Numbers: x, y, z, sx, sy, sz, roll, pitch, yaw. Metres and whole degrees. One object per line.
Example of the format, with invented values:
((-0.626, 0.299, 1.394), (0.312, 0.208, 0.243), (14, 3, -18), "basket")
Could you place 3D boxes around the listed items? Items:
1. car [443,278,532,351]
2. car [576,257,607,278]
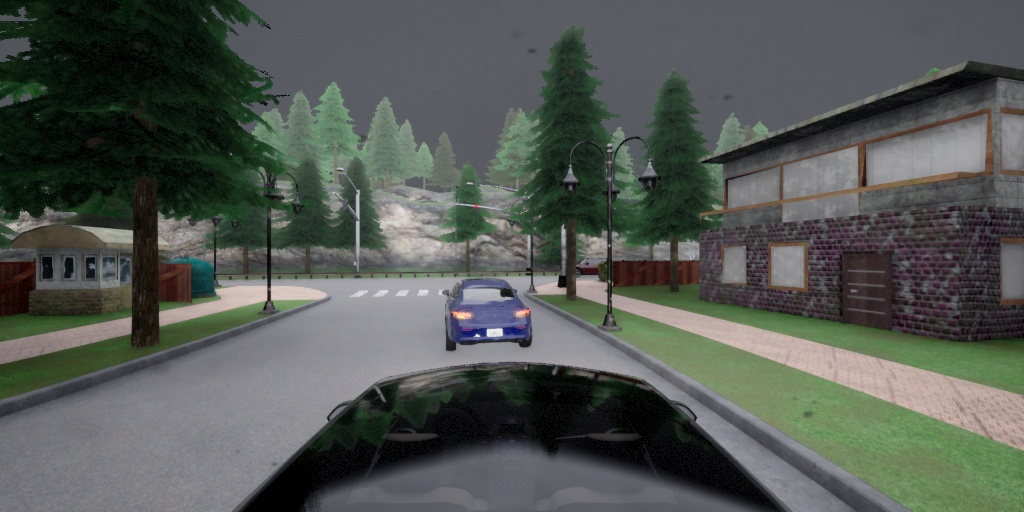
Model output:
((-0.748, 1.276, 9.001), (1.812, 1.442, 4.674), (0, 0, -11), "car")
((6.635, 0.945, 31.479), (4.553, 1.767, 2.097), (0, 0, -12), "car")
